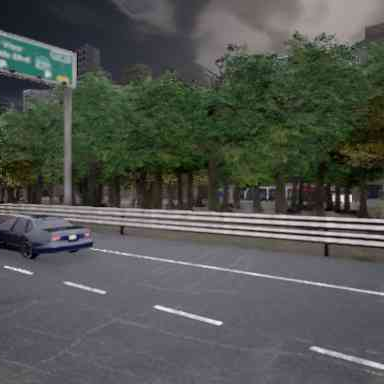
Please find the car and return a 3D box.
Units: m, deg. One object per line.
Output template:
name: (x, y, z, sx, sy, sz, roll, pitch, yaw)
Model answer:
car: (-5.987, 1.548, 12.443, 5.357, 1.411, 2.033, 0, 0, 36)
